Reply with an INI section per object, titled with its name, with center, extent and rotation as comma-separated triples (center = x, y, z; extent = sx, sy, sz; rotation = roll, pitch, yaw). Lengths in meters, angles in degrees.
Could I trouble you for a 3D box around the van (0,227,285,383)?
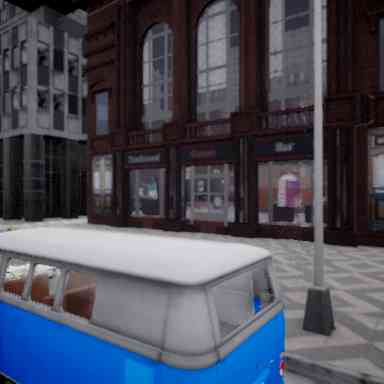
[van]
center = -1.011, 1.355, 3.676
extent = 3.998, 1.788, 1.690
rotation = 0, 0, 35
